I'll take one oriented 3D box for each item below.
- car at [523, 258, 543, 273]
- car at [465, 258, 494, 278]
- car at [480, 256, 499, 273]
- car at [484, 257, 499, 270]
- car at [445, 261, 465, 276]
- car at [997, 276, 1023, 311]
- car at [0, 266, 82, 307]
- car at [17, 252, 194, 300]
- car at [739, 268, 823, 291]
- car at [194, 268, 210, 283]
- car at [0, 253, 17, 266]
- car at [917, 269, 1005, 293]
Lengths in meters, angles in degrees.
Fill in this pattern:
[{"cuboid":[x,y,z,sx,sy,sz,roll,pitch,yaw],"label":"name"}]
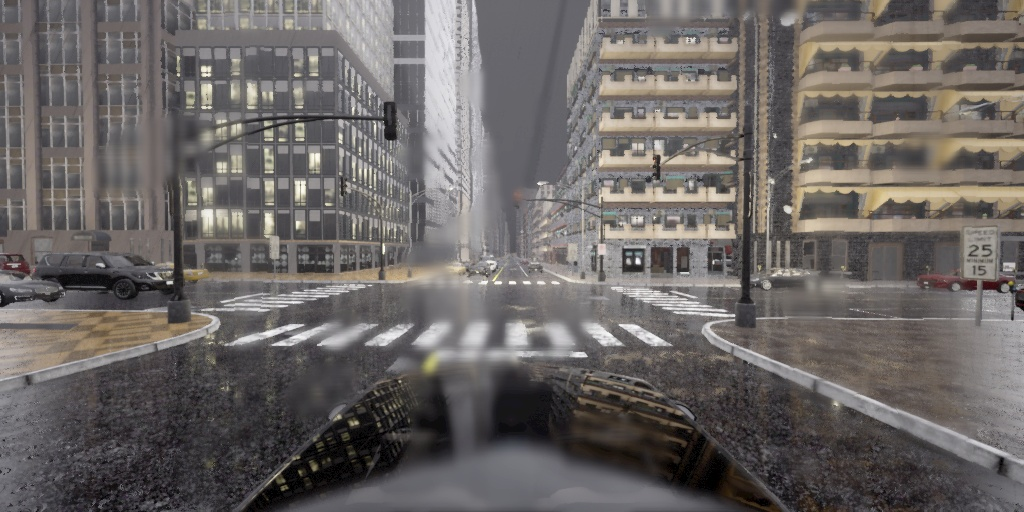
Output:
[{"cuboid":[2.690,1.289,42.317,2.007,1.370,4.403,0,0,0],"label":"car"},{"cuboid":[-3.095,1.245,34.698,1.837,1.490,4.892,0,0,0],"label":"car"},{"cuboid":[-3.096,0.960,44.398,2.150,2.045,5.566,0,0,0],"label":"car"},{"cuboid":[-3.087,1.088,54.541,2.097,1.767,4.553,0,0,0],"label":"car"},{"cuboid":[-5.691,1.265,36.493,1.751,1.417,4.829,0,0,0],"label":"car"},{"cuboid":[21.716,1.576,13.390,4.313,1.339,1.948,0,0,1],"label":"car"},{"cuboid":[-20.286,1.204,14.011,4.403,1.370,2.007,0,0,1],"label":"car"},{"cuboid":[-18.482,0.848,16.531,5.566,2.045,2.150,1,1,1],"label":"car"},{"cuboid":[16.309,1.376,21.847,4.403,1.370,2.007,0,0,1],"label":"car"},{"cuboid":[-21.666,1.029,22.345,4.829,1.417,1.751,0,0,1],"label":"car"},{"cuboid":[-33.613,0.712,22.549,5.009,1.841,2.192,0,0,1],"label":"car"},{"cuboid":[27.375,1.462,21.691,4.507,1.381,1.888,0,0,1],"label":"car"}]
